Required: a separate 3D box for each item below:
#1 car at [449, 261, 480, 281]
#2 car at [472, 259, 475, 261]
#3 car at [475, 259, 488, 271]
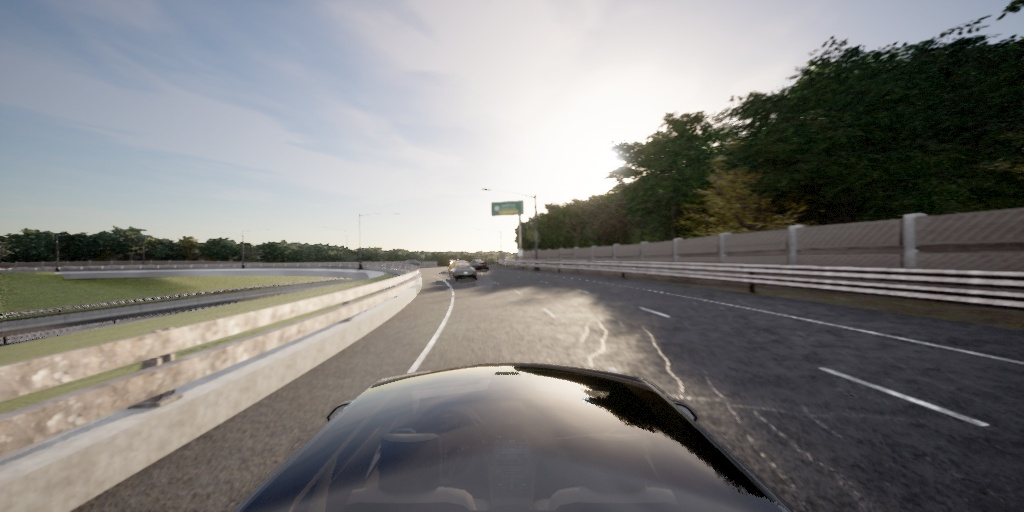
[{"bbox_3d":[-4.442,1.405,32.172,1.994,1.385,4.181,-1,0,-16],"label":"car"},{"bbox_3d":[-7.067,1.372,48.397,1.882,1.535,5.008,-1,0,-26],"label":"car"},{"bbox_3d":[-5.083,1.363,52.220,1.837,1.490,4.892,0,0,-27],"label":"car"}]
